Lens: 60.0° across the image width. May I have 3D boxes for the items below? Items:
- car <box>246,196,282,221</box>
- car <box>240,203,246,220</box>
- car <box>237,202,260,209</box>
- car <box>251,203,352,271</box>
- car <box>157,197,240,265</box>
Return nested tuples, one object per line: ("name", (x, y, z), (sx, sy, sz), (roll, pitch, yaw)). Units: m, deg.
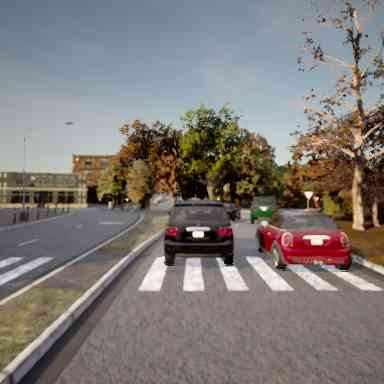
("car", (5.951, 1.375, 26.685), (2.150, 2.045, 5.566), (-1, -1, 16))
("car", (2.994, 1.681, 27.935), (2.128, 1.511, 4.902), (-1, -1, 16))
("car", (13.024, 3.153, 76.586), (4.892, 1.490, 1.837), (-2, -3, 42))
("car", (3.510, 1.406, 11.300), (2.097, 1.767, 4.553), (0, 0, 2))
("car", (0.277, 1.286, 12.038), (2.150, 2.045, 5.566), (0, 0, 2))
